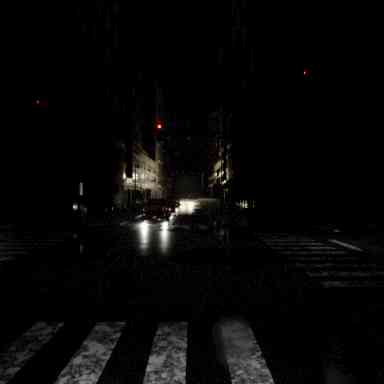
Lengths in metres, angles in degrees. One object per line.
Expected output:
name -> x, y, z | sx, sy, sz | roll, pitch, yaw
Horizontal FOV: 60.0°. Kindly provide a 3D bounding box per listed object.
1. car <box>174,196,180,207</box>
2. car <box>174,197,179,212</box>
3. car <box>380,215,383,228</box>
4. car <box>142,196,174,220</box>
car -> -2.872, 1.329, 47.783 | 2.097, 1.767, 4.553 | 0, 0, 0
car -> -2.873, 1.550, 37.614 | 1.994, 1.385, 4.181 | 0, 0, 0
car -> 12.338, 1.282, 16.792 | 5.009, 1.841, 2.192 | 0, 0, 0
car -> -2.868, 1.345, 27.628 | 2.097, 1.767, 4.553 | 0, 0, 0
